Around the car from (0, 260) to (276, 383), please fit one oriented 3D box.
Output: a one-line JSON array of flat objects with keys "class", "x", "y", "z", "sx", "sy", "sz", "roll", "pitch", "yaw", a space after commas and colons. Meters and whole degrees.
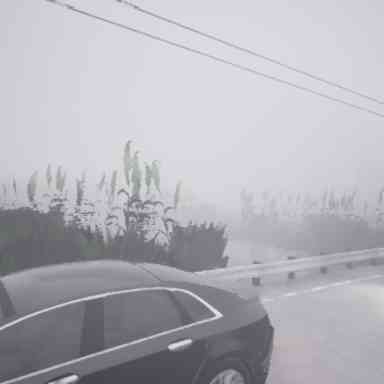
[{"class": "car", "x": -1.351, "y": 1.498, "z": 2.980, "sx": 4.892, "sy": 1.490, "sz": 1.837, "roll": 1, "pitch": 0, "yaw": -35}]
